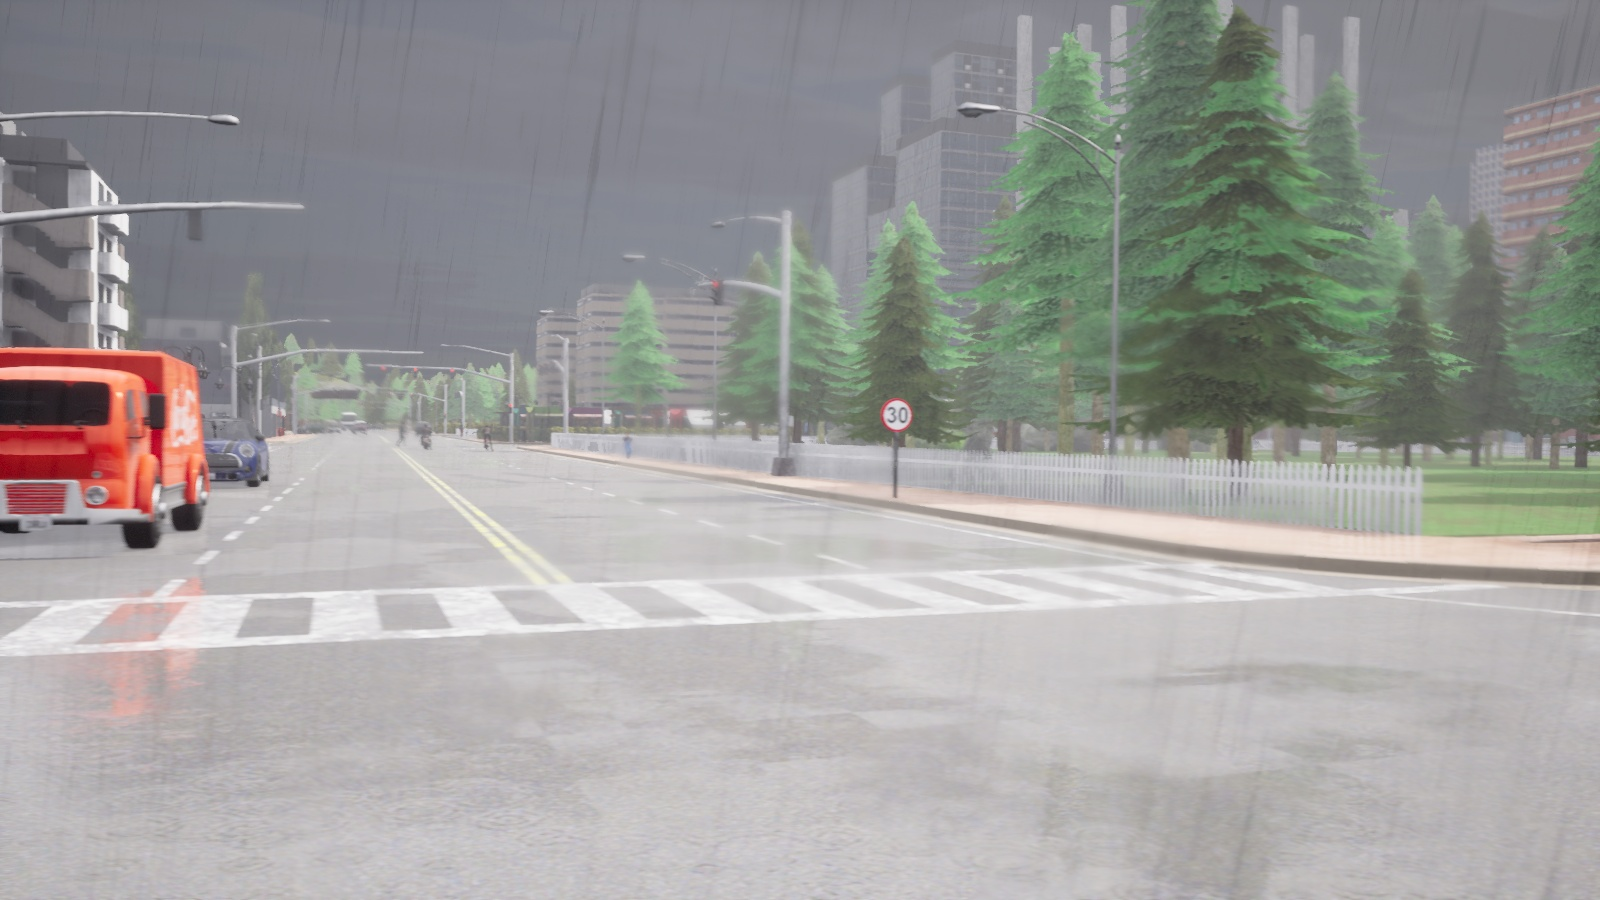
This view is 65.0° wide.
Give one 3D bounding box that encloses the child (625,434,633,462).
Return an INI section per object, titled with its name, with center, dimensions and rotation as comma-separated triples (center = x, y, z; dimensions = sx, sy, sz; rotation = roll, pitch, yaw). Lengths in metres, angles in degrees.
[child]
center = -7.661, -0.095, 56.190
dimensions = 0.270, 1.263, 0.437
rotation = -1, 1, -19

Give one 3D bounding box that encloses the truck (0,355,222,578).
[truck]
center = -9.333, 0.144, 16.489
dimensions = 2.627, 2.467, 5.204
rotation = -1, 1, -19

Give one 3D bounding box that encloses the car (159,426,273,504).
[car]
center = -14.411, 0.304, 31.232
dimensions = 2.097, 1.767, 4.553
rotation = -1, 1, -19
